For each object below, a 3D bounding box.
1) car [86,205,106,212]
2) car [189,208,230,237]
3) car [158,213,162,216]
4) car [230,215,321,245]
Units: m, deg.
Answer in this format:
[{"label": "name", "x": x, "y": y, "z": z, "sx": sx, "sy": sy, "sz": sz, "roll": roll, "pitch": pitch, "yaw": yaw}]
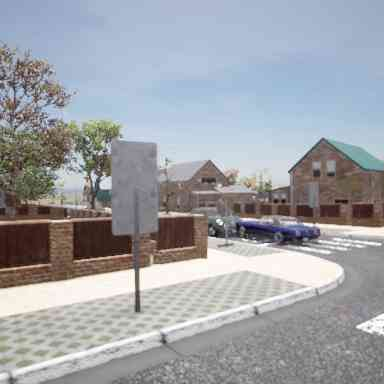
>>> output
[{"label": "car", "x": -13.502, "y": 2.494, "z": 46.545, "sx": 1.882, "sy": 1.535, "sz": 5.008, "roll": -1, "pitch": -1, "yaw": -30}, {"label": "car", "x": 1.345, "y": 1.778, "z": 21.088, "sx": 2.097, "sy": 1.767, "sz": 4.553, "roll": -1, "pitch": -2, "yaw": -30}, {"label": "car", "x": -4.225, "y": 2.204, "z": 30.610, "sx": 1.994, "sy": 1.385, "sz": 4.181, "roll": -1, "pitch": -1, "yaw": -30}, {"label": "car", "x": 4.291, "y": 1.920, "z": 17.585, "sx": 1.895, "sy": 1.301, "sz": 4.718, "roll": 0, "pitch": 1, "yaw": -29}]
